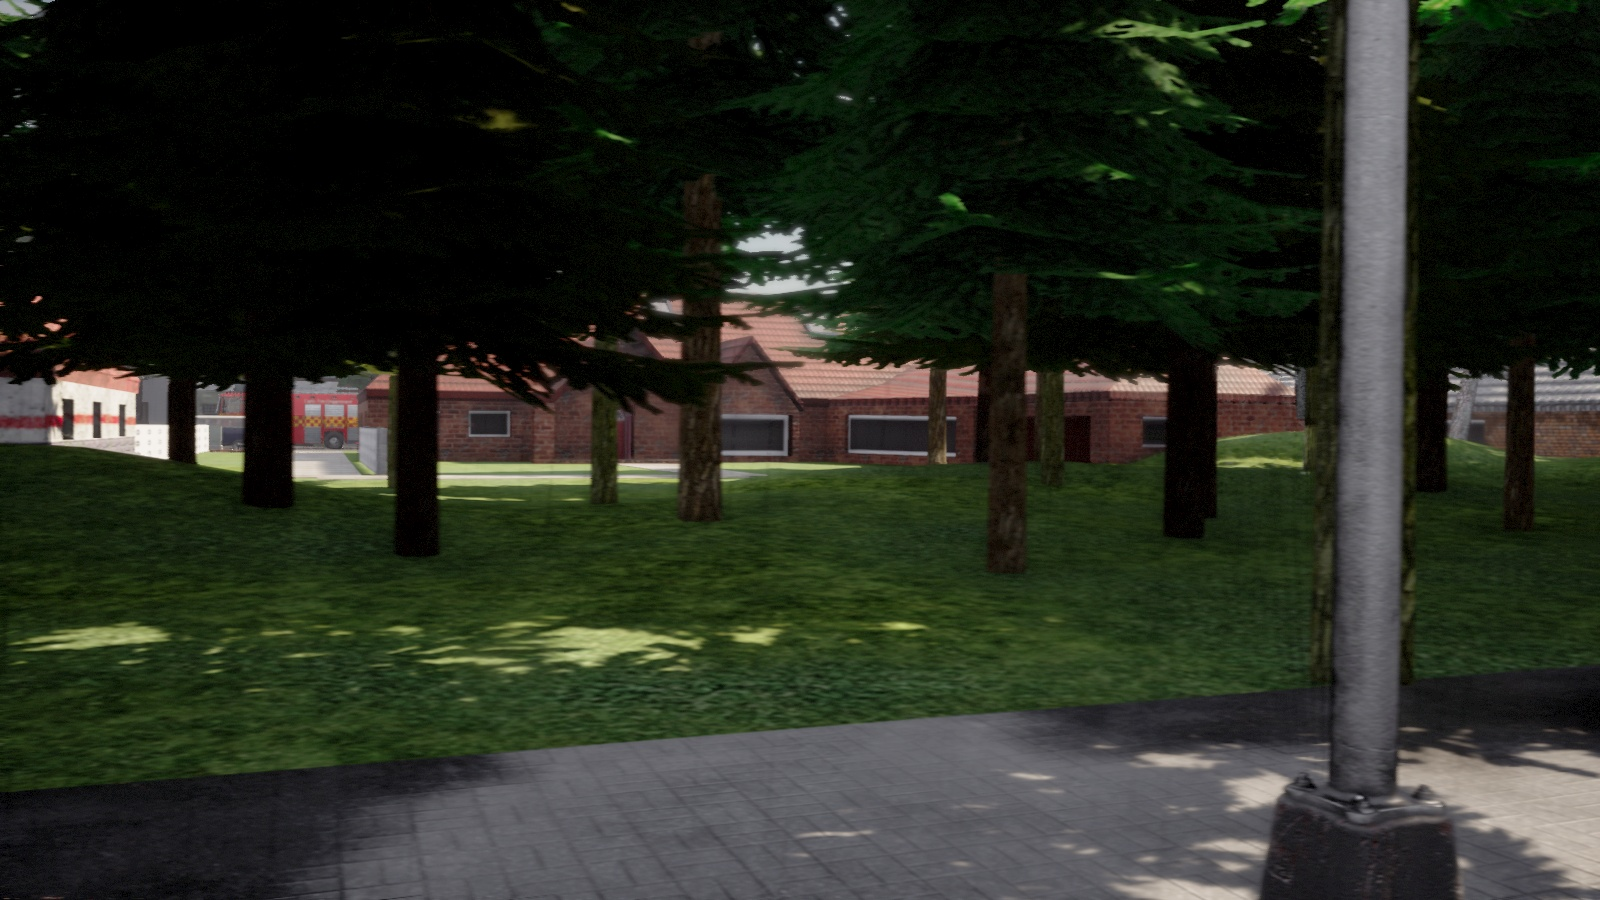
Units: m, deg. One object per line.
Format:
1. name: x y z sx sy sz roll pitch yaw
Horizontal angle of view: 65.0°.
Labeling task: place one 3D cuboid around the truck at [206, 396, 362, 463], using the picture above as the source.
1. truck: -30.953 -1.262 75.621 8.468 3.827 2.891 -1 1 -21

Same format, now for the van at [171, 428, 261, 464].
1. van: -32.815 -0.243 70.654 4.442 1.987 1.775 -1 1 -21
